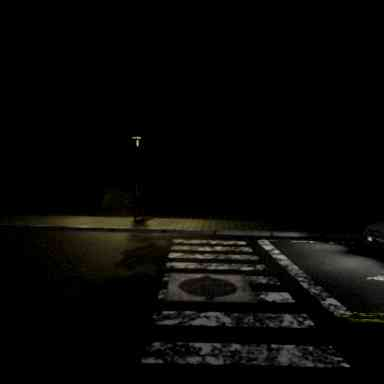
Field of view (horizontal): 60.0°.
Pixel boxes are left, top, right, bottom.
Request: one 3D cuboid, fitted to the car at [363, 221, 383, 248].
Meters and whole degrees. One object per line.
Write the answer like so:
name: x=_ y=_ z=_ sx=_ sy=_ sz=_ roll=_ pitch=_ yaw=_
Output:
car: x=7.878 y=1.241 z=10.401 sx=4.674 sy=1.442 sz=1.812 roll=1 pitch=3 yaw=-1
